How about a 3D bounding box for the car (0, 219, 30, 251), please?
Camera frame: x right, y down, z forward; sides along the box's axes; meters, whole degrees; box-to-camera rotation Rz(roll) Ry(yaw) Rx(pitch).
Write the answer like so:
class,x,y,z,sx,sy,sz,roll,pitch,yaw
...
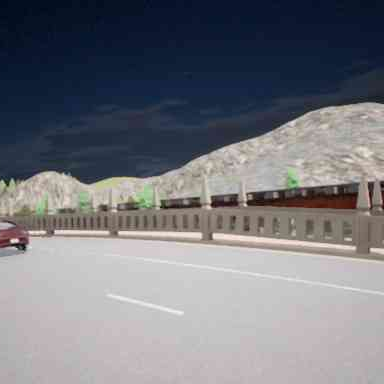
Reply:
class,x,y,z,sx,sy,sz,roll,pitch,yaw
car,-9.019,1.943,14.732,4.674,1.442,1.812,-4,-2,35
